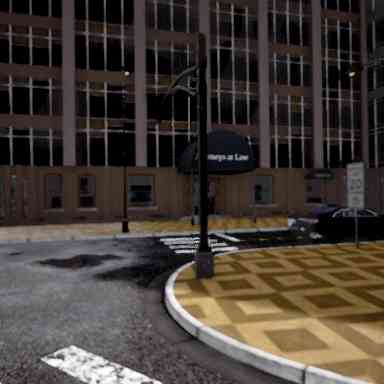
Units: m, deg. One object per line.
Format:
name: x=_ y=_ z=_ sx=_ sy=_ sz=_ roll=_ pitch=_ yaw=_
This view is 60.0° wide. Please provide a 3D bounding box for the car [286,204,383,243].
car: x=7.144 y=1.385 z=15.070 sx=4.902 sy=1.511 sz=2.128 roll=-1 pitch=-1 yaw=-15
